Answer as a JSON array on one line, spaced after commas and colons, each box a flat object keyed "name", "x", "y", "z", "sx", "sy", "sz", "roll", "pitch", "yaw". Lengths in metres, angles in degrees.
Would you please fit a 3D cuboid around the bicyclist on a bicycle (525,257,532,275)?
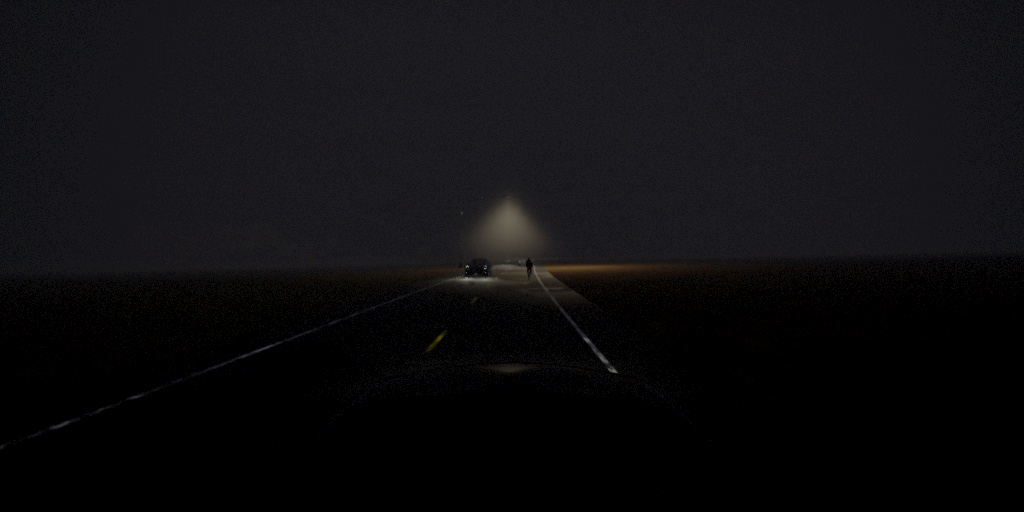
[{"name": "bicyclist on a bicycle", "x": 1.648, "y": 0.977, "z": 36.357, "sx": 0.659, "sy": 1.776, "sz": 1.843, "roll": 0, "pitch": 0, "yaw": 2}]

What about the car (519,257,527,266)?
[{"name": "car", "x": 2.192, "y": 1.037, "z": 64.404, "sx": 2.033, "sy": 1.411, "sz": 5.357, "roll": 0, "pitch": 0, "yaw": 4}]

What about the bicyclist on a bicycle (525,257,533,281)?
[{"name": "bicyclist on a bicycle", "x": 1.334, "y": 1.015, "z": 27.392, "sx": 0.659, "sy": 1.776, "sz": 1.843, "roll": 0, "pitch": 0, "yaw": 2}]

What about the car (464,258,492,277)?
[{"name": "car", "x": -3.019, "y": 0.963, "z": 32.918, "sx": 2.097, "sy": 1.767, "sz": 4.553, "roll": 0, "pitch": 0, "yaw": 2}]
